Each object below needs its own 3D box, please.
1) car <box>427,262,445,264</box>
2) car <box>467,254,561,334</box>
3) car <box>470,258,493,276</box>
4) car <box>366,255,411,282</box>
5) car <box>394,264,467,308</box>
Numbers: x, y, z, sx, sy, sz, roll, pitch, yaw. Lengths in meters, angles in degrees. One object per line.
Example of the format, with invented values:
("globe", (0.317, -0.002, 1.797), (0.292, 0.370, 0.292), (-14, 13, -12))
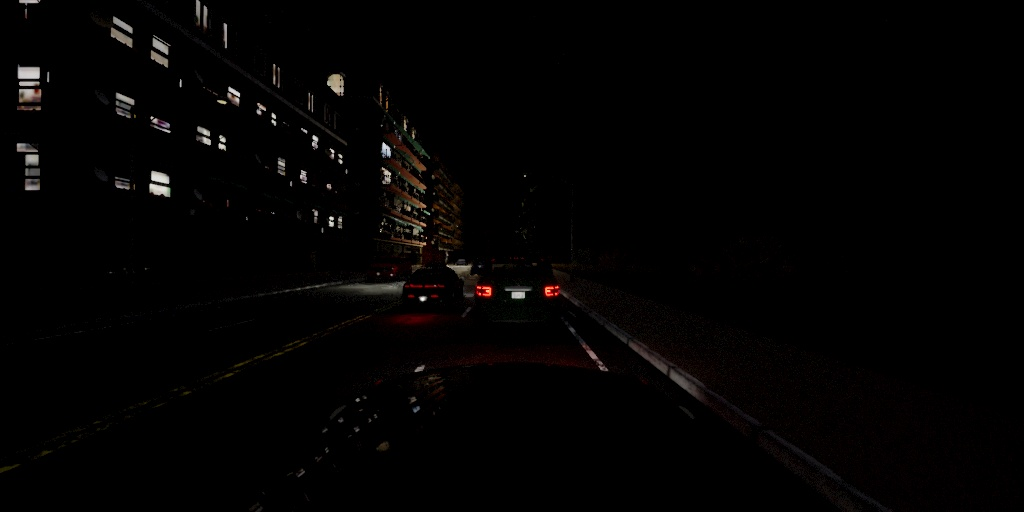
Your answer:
("car", (-6.593, 1.259, 30.780), (1.837, 1.490, 4.892), (0, 0, 0))
("car", (0.104, 0.973, 10.742), (2.150, 2.045, 5.566), (0, 0, -1))
("car", (-3.138, 1.105, 38.041), (2.097, 1.767, 4.553), (0, 0, 0))
("car", (-9.843, 0.975, 29.157), (2.150, 2.045, 5.566), (0, 0, 0))
("car", (-3.149, 1.256, 15.099), (1.837, 1.490, 4.892), (0, 0, 0))
